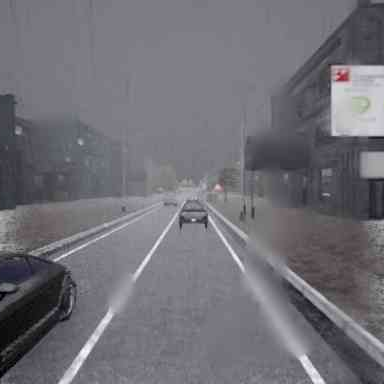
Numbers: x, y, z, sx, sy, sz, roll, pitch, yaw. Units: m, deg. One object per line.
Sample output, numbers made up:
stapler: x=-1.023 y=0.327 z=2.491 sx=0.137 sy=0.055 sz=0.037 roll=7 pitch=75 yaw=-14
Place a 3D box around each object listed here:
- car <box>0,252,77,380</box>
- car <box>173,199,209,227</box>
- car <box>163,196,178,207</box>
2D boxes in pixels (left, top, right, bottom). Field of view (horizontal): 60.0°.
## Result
car: x=-3.100 y=1.562 z=4.445 sx=1.994 sy=1.385 sz=4.181 roll=0 pitch=0 yaw=0
car: x=0.097 y=1.474 z=22.501 sx=2.128 sy=1.511 sz=4.902 roll=0 pitch=0 yaw=0
car: x=-3.075 y=1.396 z=48.479 sx=1.837 sy=1.490 sz=4.892 roll=0 pitch=0 yaw=0
